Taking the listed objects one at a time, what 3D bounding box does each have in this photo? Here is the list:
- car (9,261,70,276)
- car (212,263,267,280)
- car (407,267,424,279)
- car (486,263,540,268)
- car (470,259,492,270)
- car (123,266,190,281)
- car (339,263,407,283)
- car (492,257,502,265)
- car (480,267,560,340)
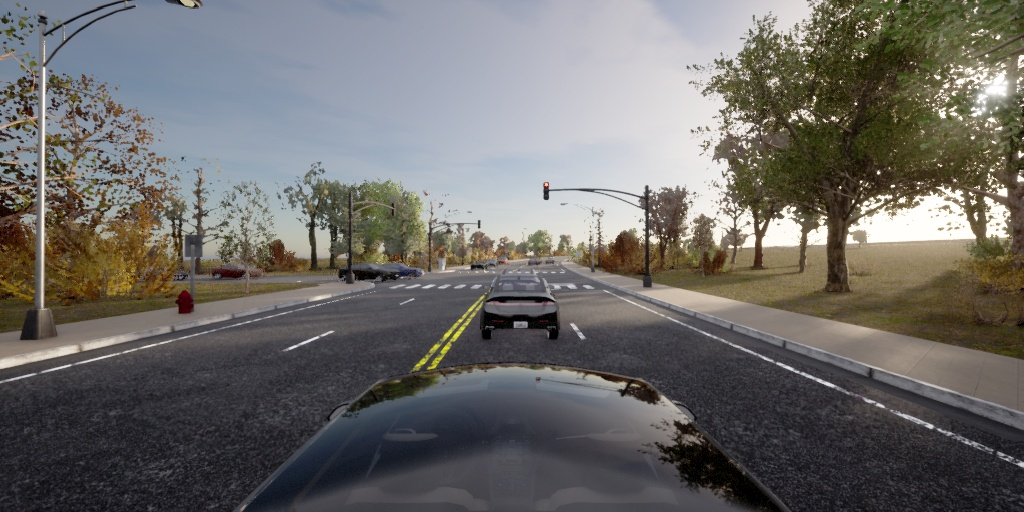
[{"bbox_3d":[-50.770,1.460,38.909,5.566,2.045,2.150,-1,-1,11],"label":"car"},{"bbox_3d":[-26.121,1.467,34.434,5.008,1.535,1.882,-1,-1,10],"label":"car"},{"bbox_3d":[-10.386,1.353,32.511,4.674,1.442,1.812,-1,0,-2],"label":"car"},{"bbox_3d":[0.291,1.241,15.340,2.128,1.511,4.902,0,0,2],"label":"car"},{"bbox_3d":[-4.493,1.303,49.832,1.895,1.301,4.718,0,0,6],"label":"car"},{"bbox_3d":[-31.911,1.563,32.165,5.357,1.411,2.033,-1,-1,10],"label":"car"},{"bbox_3d":[-11.159,1.268,28.146,5.008,1.535,1.882,-1,-1,17],"label":"car"},{"bbox_3d":[-3.465,1.225,61.219,2.033,1.411,5.357,0,0,6],"label":"car"},{"bbox_3d":[0.199,1.242,10.011,2.128,1.511,4.902,0,0,0],"label":"car"}]
